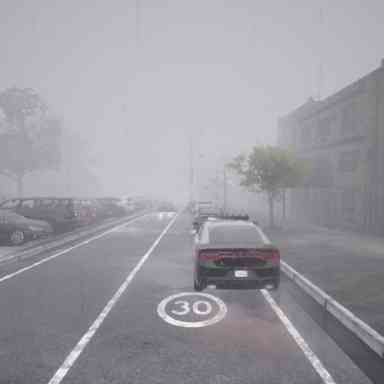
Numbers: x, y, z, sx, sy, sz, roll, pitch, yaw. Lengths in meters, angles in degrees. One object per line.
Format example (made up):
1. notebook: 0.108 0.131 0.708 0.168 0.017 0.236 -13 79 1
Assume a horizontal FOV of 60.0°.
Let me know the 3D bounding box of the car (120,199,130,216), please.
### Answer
1. car: -8.830 1.658 31.747 5.008 1.535 2.097 0 -1 0

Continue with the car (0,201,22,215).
1. car: -21.947 1.738 37.192 4.792 1.488 2.163 0 -1 0

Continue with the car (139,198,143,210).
1. car: -8.812 1.766 40.155 4.792 1.488 2.163 0 -1 0

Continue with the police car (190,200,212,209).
1. police car: 0.991 1.559 25.215 1.930 1.638 5.238 0 -1 0

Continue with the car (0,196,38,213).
1. car: -21.892 1.484 39.978 5.566 2.045 2.435 0 -1 0

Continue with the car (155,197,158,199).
1. car: -8.824 1.962 56.972 4.792 1.488 2.163 0 -1 0

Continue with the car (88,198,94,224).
1. car: -8.800 1.431 20.534 4.553 1.767 2.185 0 -1 0

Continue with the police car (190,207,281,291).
1. police car: 0.981 1.431 9.187 1.930 1.638 5.238 0 0 0

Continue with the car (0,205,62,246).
1. car: -8.841 1.514 14.927 4.892 1.521 2.231 0 0 0

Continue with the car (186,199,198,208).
1. car: 0.041 2.060 59.947 1.994 1.385 4.181 0 -1 0

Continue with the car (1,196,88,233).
1. car: -8.861 1.283 17.735 5.566 2.045 2.435 0 0 0

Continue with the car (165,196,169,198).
1. car: -8.838 1.922 76.597 5.566 2.045 2.435 0 -1 0

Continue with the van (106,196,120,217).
1. van: -8.950 1.407 28.946 4.442 1.987 1.878 0 -1 0

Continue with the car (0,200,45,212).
1. car: -21.917 1.765 42.762 5.008 1.535 2.097 0 -1 0

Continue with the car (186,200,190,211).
1. car: 0.072 1.882 46.267 2.033 1.411 5.357 0 -1 1

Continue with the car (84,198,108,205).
1. car: -21.952 2.171 76.213 4.892 1.521 2.231 0 -1 0

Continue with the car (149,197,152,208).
1. car: -9.032 1.826 48.563 5.366 1.575 1.946 0 -1 0

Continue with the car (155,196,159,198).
1. car: -8.826 1.996 59.775 4.792 1.488 2.163 0 -1 0

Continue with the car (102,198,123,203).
1. car: -22.144 2.371 92.867 5.366 1.575 1.946 0 -1 0

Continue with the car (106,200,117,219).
1. car: -8.826 1.608 26.141 4.892 1.521 2.231 0 -1 0

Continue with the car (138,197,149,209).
1. car: -8.840 1.796 45.763 5.008 1.535 2.097 0 -1 0

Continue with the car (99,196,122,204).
1. car: -21.985 2.089 90.095 5.566 2.045 2.435 0 -1 0

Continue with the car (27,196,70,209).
1. car: -21.900 1.609 50.994 5.566 2.045 2.435 0 -1 0

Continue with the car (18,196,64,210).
1. car: -21.897 1.576 48.333 5.566 2.045 2.435 0 -1 0

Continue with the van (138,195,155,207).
1. van: -8.734 1.672 54.172 4.442 1.987 1.878 0 -1 0

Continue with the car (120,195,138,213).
1. car: -8.865 1.432 34.553 5.566 2.045 2.435 0 -1 0

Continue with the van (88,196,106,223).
1. van: -8.716 1.356 23.339 4.442 1.987 1.878 0 -1 0

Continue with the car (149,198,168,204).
1. car: -8.868 2.312 87.806 4.892 1.521 2.231 0 -1 0

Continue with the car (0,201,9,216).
1. car: -21.887 1.713 34.407 4.792 1.488 2.163 0 -1 0

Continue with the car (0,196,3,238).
1. car: -8.869 1.232 9.325 5.566 2.045 2.435 0 0 0

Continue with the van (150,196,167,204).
1. van: -8.993 2.119 90.612 4.442 1.987 1.878 0 -1 0

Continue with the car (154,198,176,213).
1. car: -3.223 1.851 41.975 1.994 1.385 4.181 0 -1 0

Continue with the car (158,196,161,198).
1. car: -8.852 2.001 62.578 5.008 1.535 2.097 0 -1 0

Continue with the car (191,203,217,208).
1. car: 0.988 1.584 19.095 1.837 1.490 4.892 0 -1 0

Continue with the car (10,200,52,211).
1. car: -21.922 1.833 45.422 4.674 1.452 2.002 0 -1 0

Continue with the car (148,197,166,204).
1. car: -8.904 2.151 85.005 4.553 1.767 2.185 0 -1 0

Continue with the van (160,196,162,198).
1. van: -8.742 1.810 65.384 4.442 1.987 1.878 0 -1 0
